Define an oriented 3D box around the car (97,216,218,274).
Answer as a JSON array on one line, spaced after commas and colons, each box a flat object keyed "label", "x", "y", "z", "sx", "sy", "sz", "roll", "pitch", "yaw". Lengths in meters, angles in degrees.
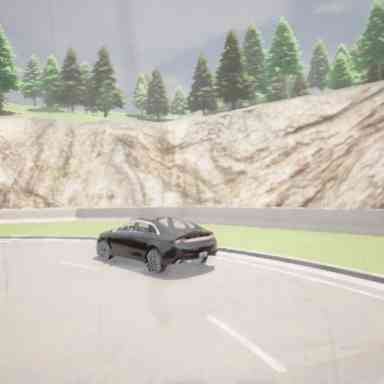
[{"label": "car", "x": -1.345, "y": 1.540, "z": 10.818, "sx": 2.128, "sy": 1.511, "sz": 4.902, "roll": -1, "pitch": 0, "yaw": -43}]
